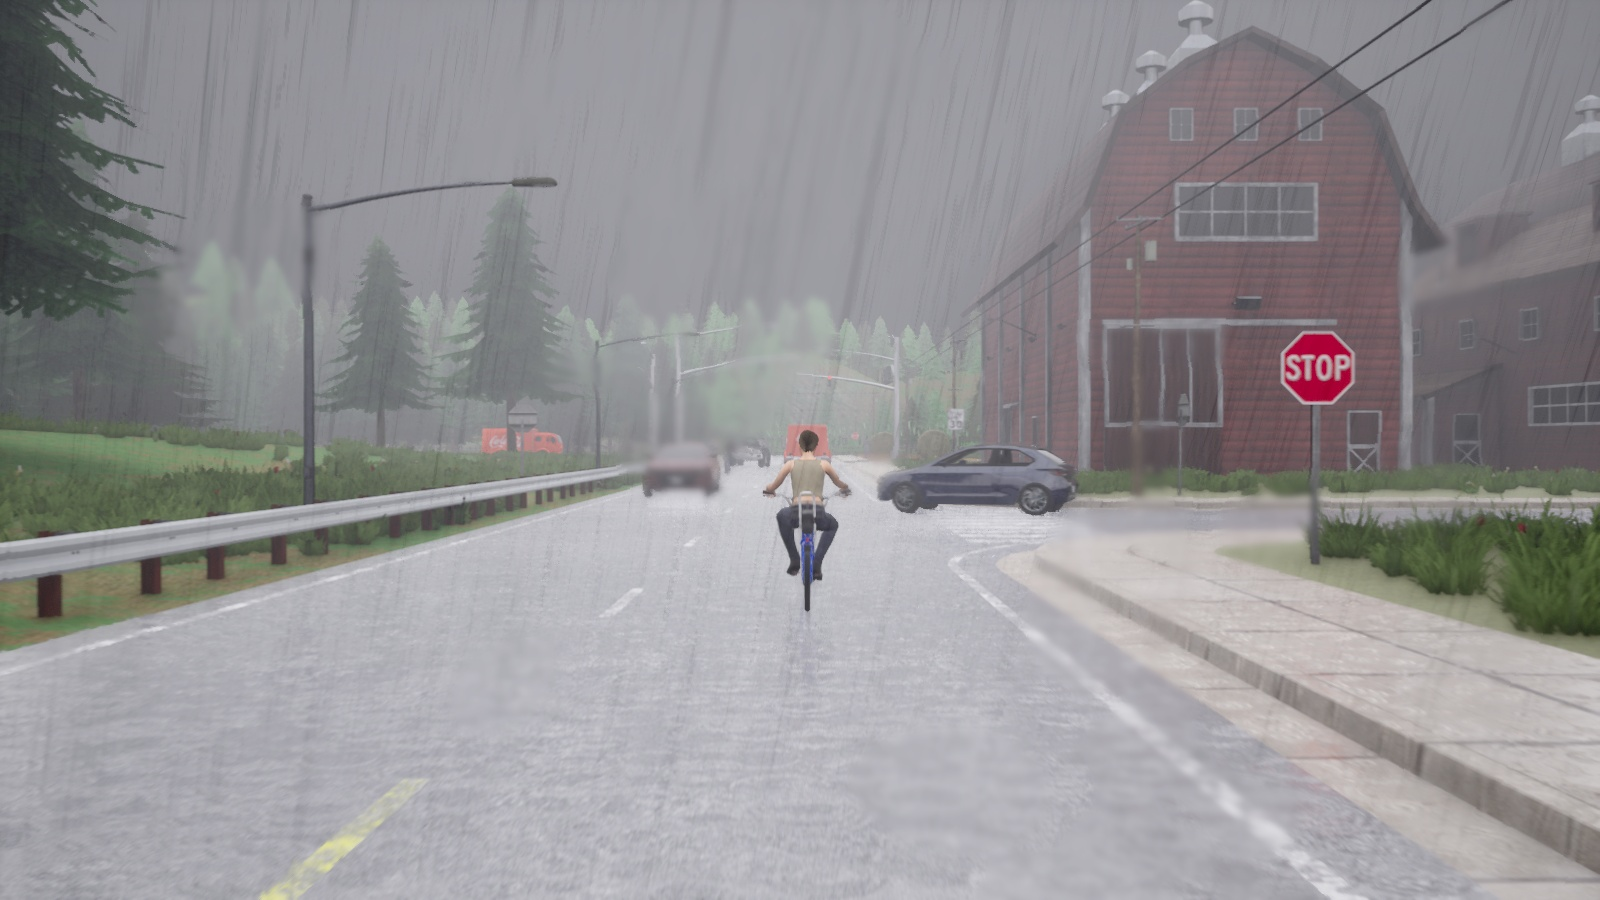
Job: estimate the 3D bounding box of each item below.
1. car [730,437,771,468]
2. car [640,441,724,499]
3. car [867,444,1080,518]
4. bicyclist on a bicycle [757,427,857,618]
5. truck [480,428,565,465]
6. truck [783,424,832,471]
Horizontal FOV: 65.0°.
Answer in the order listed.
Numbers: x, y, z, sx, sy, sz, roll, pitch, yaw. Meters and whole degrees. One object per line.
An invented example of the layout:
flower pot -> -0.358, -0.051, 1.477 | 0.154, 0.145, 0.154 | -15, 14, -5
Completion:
car -> -3.002, 0.142, 76.908 | 1.932, 1.855, 4.605 | 0, 1, 5
car -> -3.281, 0.528, 35.840 | 1.882, 1.535, 5.008 | 0, 0, 0
car -> 3.711, 0.618, 26.830 | 4.193, 1.474, 1.816 | 0, 1, 23
bicyclist on a bicycle -> 0.072, 0.618, 11.627 | 0.866, 1.612, 1.509 | 0, 3, 1
truck -> -18.618, -0.240, 84.459 | 5.204, 2.467, 2.627 | 0, 0, -1
truck -> 0.412, -0.123, 69.479 | 2.627, 2.467, 5.204 | 0, 0, 0
